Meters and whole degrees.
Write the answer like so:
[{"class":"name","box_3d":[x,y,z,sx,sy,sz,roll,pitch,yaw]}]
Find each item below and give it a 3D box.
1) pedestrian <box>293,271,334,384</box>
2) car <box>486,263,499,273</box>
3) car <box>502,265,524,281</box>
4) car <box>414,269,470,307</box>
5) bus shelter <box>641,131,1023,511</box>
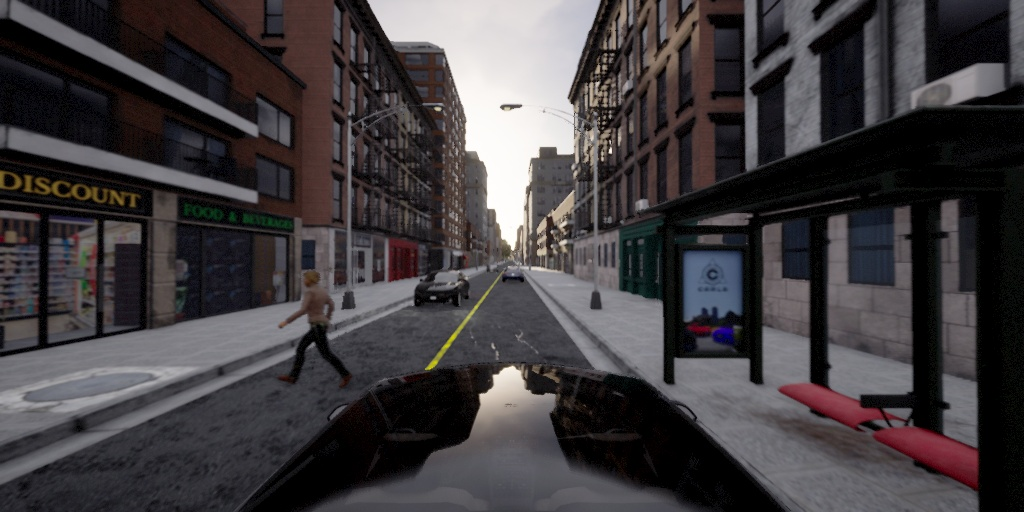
[{"class":"pedestrian","box_3d":[-3.042,1.087,5.518,0.375,1.860,0.375,0,-1,-10]},{"class":"car","box_3d":[-3.088,1.858,56.785,2.128,1.511,4.902,0,-1,0]},{"class":"car","box_3d":[0.096,1.682,34.462,1.994,1.385,4.181,0,-1,0]},{"class":"car","box_3d":[-3.101,1.397,16.641,1.882,1.535,5.008,0,0,0]},{"class":"bus shelter","box_3d":[3.135,0.652,4.034,1.920,2.740,3.880,0,0,0]}]
